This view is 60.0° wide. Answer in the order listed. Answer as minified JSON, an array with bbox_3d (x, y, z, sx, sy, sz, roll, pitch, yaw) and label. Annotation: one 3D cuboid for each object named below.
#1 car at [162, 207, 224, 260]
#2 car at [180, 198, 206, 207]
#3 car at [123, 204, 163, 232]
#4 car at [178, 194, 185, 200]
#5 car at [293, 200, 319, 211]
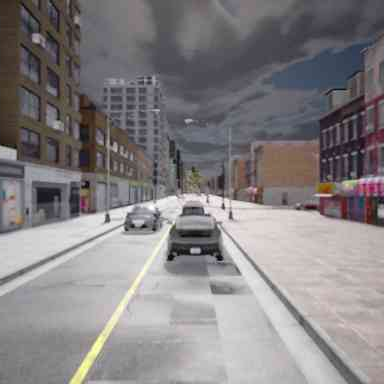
[{"bbox_3d":[0.102,1.511,12.383,1.837,1.490,4.892,0,0,0],"label":"car"},{"bbox_3d":[0.091,1.517,28.328,1.837,1.490,4.892,0,0,0],"label":"car"},{"bbox_3d":[-2.843,1.500,20.110,2.128,1.511,4.902,0,0,0],"label":"car"},{"bbox_3d":[-2.747,1.385,89.313,1.882,1.535,5.008,0,0,0],"label":"car"},{"bbox_3d":[16.377,1.845,46.615,4.097,1.590,1.967,1,-1,0],"label":"car"}]
